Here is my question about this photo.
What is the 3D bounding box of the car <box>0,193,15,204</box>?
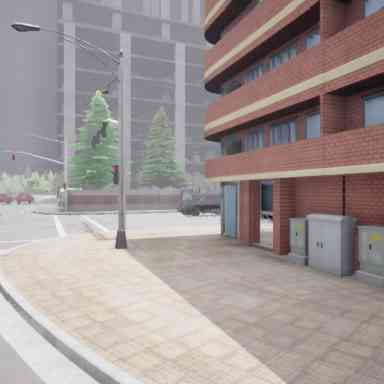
[{"bbox_3d":[-35.491,1.224,62.809,2.150,2.045,5.566,0,0,-23],"label":"car"}]

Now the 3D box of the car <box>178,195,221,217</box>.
[{"bbox_3d":[1.472,1.276,31.912,5.566,2.045,2.150,0,0,-22],"label":"car"}]

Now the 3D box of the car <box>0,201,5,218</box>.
[{"bbox_3d":[-17.031,1.592,24.277,5.357,1.411,2.033,0,0,-22],"label":"car"}]

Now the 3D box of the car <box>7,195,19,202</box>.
[{"bbox_3d":[-42.064,1.540,78.341,2.033,1.411,5.357,0,0,-23],"label":"car"}]

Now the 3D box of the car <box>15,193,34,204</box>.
[{"bbox_3d":[-32.353,1.225,64.358,2.150,2.045,5.566,0,0,-23],"label":"car"}]
